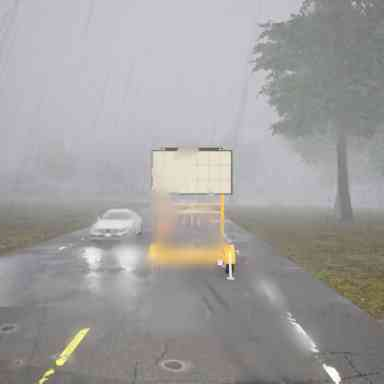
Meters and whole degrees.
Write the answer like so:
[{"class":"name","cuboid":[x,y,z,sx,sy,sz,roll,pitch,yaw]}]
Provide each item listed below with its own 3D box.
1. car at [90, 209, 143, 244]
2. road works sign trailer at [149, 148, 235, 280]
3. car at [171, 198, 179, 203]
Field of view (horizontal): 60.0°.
[{"class":"car","cuboid":[-3.529,1.559,16.261,1.812,1.442,4.674,0,0,0]},{"class":"road works sign trailer","cuboid":[-0.003,0.479,10.004,2.380,3.560,2.880,0,0,0]},{"class":"car","cuboid":[-4.463,2.433,89.959,1.994,1.385,4.181,0,-1,-1]}]
